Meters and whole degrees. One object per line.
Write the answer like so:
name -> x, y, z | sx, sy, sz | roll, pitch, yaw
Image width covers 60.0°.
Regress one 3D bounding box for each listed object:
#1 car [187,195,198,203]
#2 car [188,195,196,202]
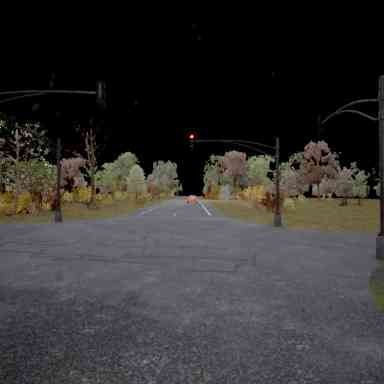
car -> 0.061, 1.424, 68.025 | 2.097, 1.767, 4.553 | 0, 0, 0
car -> 0.070, 1.449, 78.060 | 1.812, 1.442, 4.674 | 0, 0, 0
